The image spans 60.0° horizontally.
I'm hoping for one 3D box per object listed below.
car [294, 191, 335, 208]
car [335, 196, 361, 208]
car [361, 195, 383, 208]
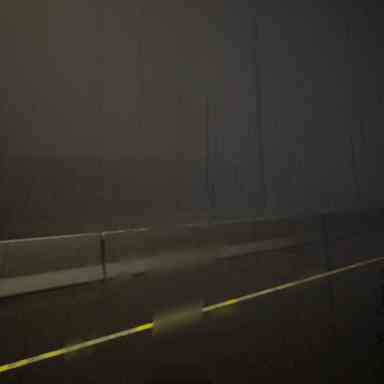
[{"bbox_3d":[15.285,0.857,42.019,5.566,2.045,2.150,-1,1,-38],"label":"car"},{"bbox_3d":[19.226,1.142,40.647,5.357,1.411,2.033,-1,0,-38],"label":"car"},{"bbox_3d":[21.906,1.048,38.343,5.008,1.535,1.882,-1,0,-39],"label":"car"}]
